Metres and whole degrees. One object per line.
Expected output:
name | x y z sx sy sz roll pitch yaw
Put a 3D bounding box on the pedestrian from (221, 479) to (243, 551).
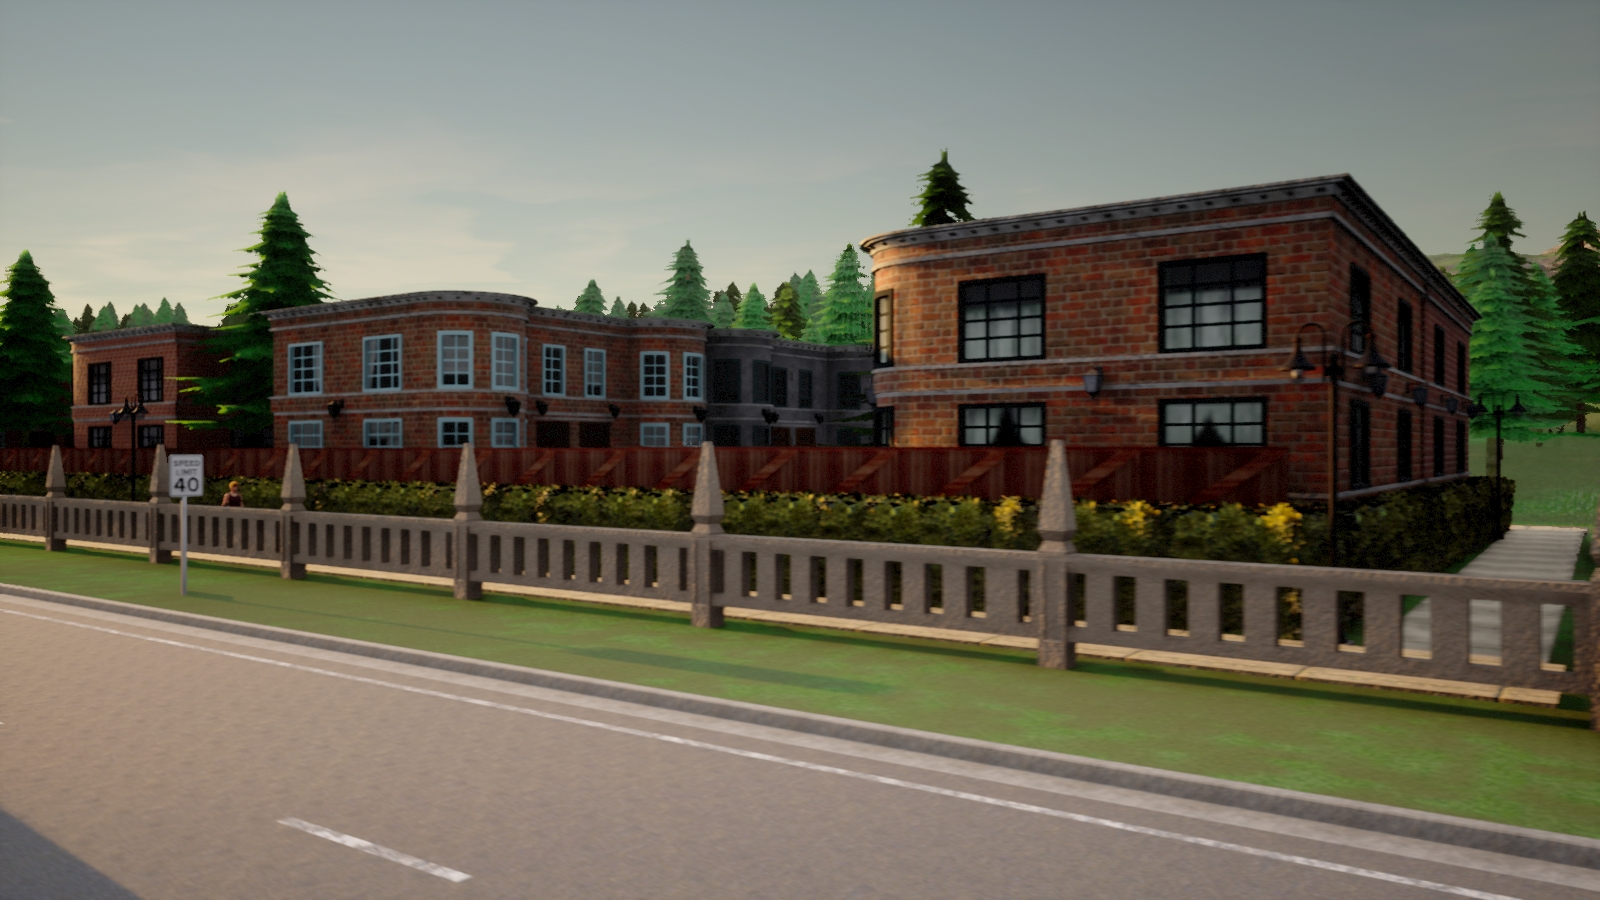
pedestrian | -14.887 1.690 29.950 0.375 1.860 0.375 0 0 35
